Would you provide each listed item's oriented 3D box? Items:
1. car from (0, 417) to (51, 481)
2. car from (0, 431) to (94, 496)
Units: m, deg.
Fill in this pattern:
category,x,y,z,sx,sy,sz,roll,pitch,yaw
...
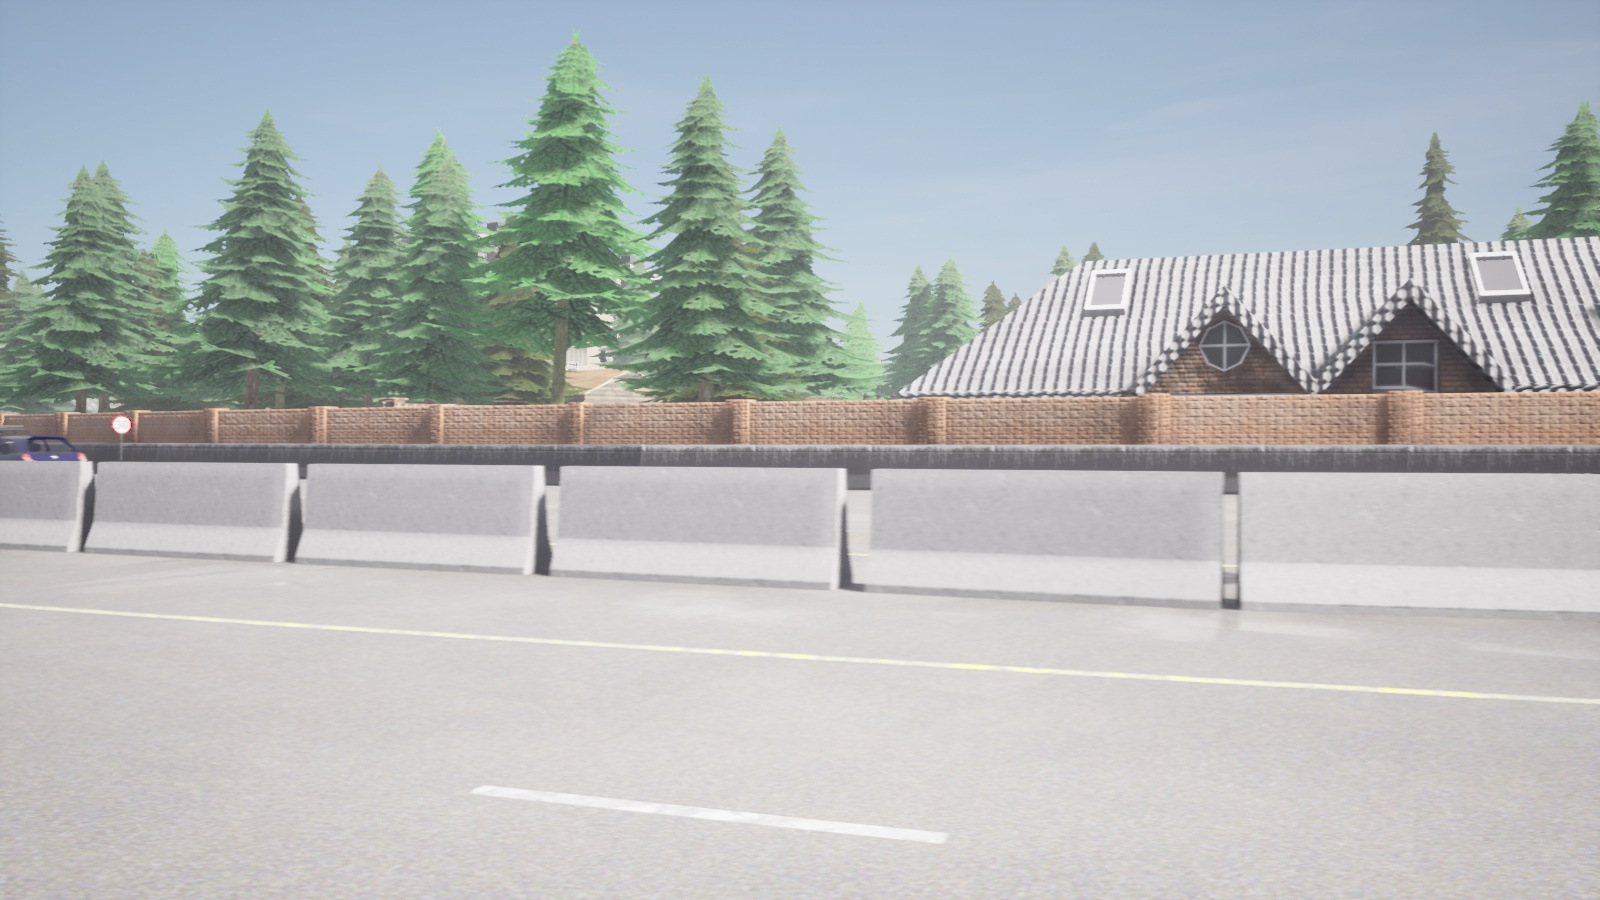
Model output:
category,x,y,z,sx,sy,sz,roll,pitch,yaw
car,-25.094,-0.055,38.319,4.605,1.855,1.932,1,1,32
car,-19.317,0.282,30.811,3.633,1.501,1.845,1,1,29
